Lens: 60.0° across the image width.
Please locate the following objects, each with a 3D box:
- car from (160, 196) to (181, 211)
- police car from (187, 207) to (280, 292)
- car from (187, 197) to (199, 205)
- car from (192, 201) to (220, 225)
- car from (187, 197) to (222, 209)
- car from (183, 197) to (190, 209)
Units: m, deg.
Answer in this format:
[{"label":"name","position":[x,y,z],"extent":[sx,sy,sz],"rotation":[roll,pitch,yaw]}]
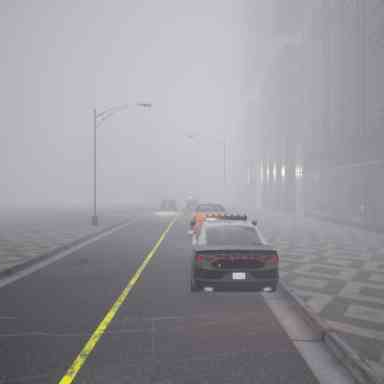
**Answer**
[{"label":"car","position":[-2.909,1.544,41.752],"extent":[2.128,1.511,4.902],"rotation":[0,0,0]},{"label":"police car","position":[0.917,1.427,9.045],"extent":[1.930,1.638,5.238],"rotation":[0,0,0]},{"label":"car","position":[0.131,1.601,60.397],"extent":[2.128,1.511,4.902],"rotation":[0,0,0]},{"label":"car","position":[0.953,1.496,24.936],"extent":[1.882,1.535,5.008],"rotation":[0,0,0]},{"label":"car","position":[0.938,1.361,18.906],"extent":[2.097,1.767,4.553],"rotation":[0,0,0]},{"label":"car","position":[0.113,1.667,46.539],"extent":[1.895,1.301,4.718],"rotation":[0,0,1]}]
